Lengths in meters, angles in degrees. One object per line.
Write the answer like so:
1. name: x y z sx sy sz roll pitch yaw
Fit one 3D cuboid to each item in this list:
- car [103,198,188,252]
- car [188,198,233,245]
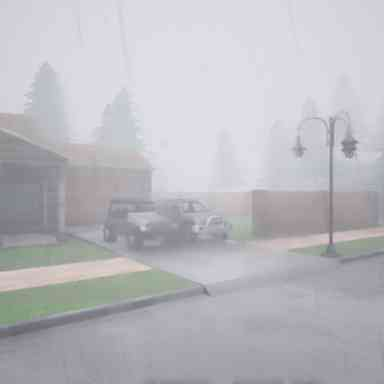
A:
1. car: -2.129 1.200 13.332 1.905 1.878 3.866 0 0 -36
2. car: -0.312 1.208 15.113 1.932 1.855 4.605 0 0 -36
